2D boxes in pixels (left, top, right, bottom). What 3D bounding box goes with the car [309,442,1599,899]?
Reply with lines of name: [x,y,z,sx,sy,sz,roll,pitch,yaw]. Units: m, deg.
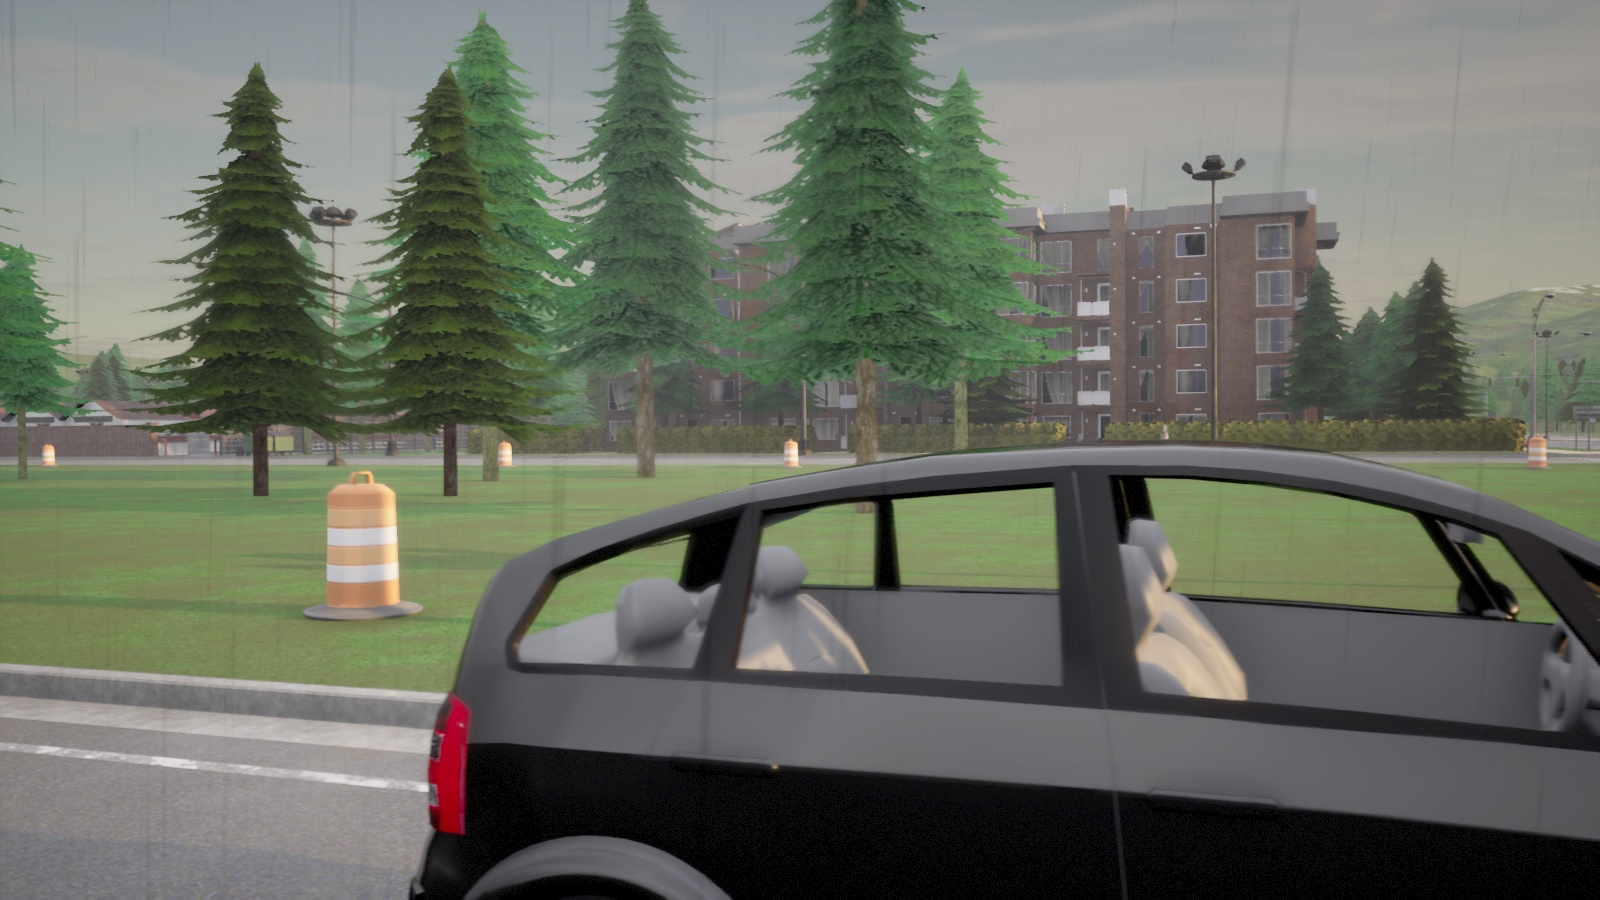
car: [1.036,0.766,2.844,3.705,1.549,1.789,0,1,19]

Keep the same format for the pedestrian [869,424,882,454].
pedestrian: [4.698,-0.678,78.158,0.703,1.840,0.431,0,1,25]
